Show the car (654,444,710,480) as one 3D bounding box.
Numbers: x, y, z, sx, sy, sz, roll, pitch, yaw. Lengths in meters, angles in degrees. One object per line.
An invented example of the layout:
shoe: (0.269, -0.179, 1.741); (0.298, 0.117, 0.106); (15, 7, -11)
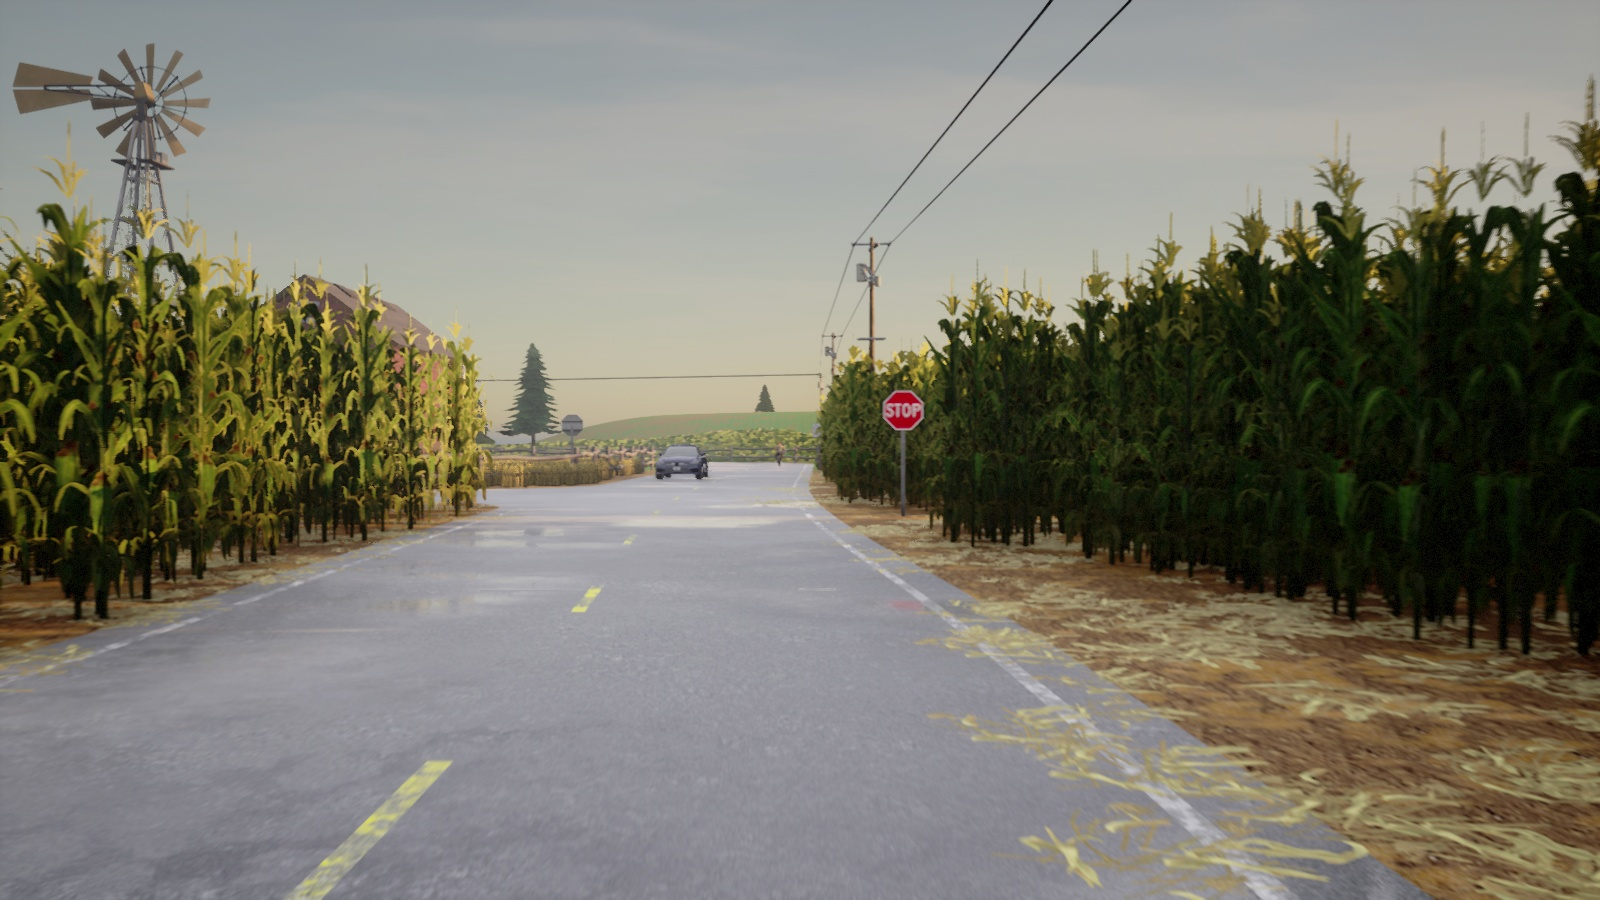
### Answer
car: (-4.849, 0.475, 52.302); (1.812, 1.442, 4.674); (0, 0, 1)
